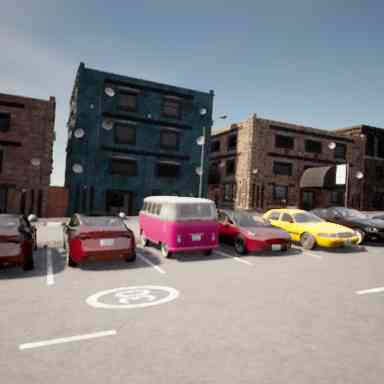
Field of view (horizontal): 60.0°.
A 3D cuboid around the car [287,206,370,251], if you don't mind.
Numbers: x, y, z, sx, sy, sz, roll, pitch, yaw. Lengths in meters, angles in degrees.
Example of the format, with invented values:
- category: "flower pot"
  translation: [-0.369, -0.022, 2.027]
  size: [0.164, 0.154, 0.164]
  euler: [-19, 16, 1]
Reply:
- category: "car"
  translation: [4.529, 1.451, 14.409]
  size: [1.946, 1.575, 5.366]
  euler: [0, 0, -24]

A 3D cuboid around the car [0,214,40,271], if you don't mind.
- category: "car"
  translation: [-5.828, 1.412, 10.107]
  size: [2.163, 1.488, 4.792]
  euler: [0, 0, -24]

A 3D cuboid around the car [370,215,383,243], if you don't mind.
- category: "car"
  translation: [7.017, 1.473, 15.707]
  size: [2.097, 1.535, 5.008]
  euler: [0, 0, -24]

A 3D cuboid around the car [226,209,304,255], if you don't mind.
- category: "car"
  translation: [1.899, 1.466, 13.427]
  size: [2.163, 1.488, 4.792]
  euler: [0, 0, -24]

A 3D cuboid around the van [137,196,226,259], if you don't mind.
- category: "van"
  translation: [-0.726, 1.192, 12.436]
  size: [1.878, 1.987, 4.442]
  euler: [0, 0, -24]

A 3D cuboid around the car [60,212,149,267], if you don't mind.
- category: "car"
  translation: [-3.260, 1.430, 11.232]
  size: [2.163, 1.488, 4.792]
  euler: [0, 0, -24]
